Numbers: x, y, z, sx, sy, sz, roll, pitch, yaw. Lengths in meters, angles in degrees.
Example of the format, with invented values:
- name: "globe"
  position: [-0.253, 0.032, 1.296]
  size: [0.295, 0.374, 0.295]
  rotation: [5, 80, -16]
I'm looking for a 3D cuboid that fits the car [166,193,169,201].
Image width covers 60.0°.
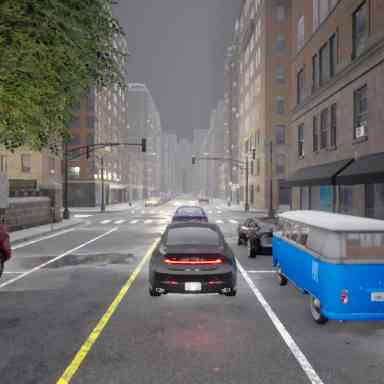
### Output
- name: "car"
  position: [-6.149, 1.514, 66.792]
  size: [1.887, 1.381, 4.507]
  rotation: [0, 0, 0]

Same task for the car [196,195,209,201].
- name: "car"
  position: [2.375, 1.410, 66.890]
  size: [1.967, 1.590, 4.097]
  rotation: [0, 0, 0]

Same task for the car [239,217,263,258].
- name: "car"
  position: [2.771, 1.563, 12.515]
  size: [1.947, 1.339, 4.313]
  rotation: [0, 0, 0]

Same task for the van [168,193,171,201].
- name: "van"
  position: [-6.189, 1.312, 72.243]
  size: [1.690, 1.788, 3.998]
  rotation: [0, 0, 0]

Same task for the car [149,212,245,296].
- name: "car"
  position: [0.013, 1.503, 8.598]
  size: [1.837, 1.490, 4.892]
  rotation: [0, 0, 0]

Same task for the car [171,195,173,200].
- name: "car"
  position: [-6.228, 1.523, 77.693]
  size: [2.008, 1.369, 4.403]
  rotation: [0, 0, 0]

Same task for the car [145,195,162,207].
- name: "car"
  position: [-6.029, 1.498, 50.270]
  size: [1.752, 1.417, 4.829]
  rotation: [0, 0, 0]

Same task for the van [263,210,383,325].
- name: "van"
  position: [2.811, 1.340, 6.854]
  size: [1.690, 1.788, 3.998]
  rotation: [0, 0, 0]

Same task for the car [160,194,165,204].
- name: "car"
  position: [-6.070, 1.521, 55.890]
  size: [2.008, 1.369, 4.403]
  rotation: [0, 0, 0]

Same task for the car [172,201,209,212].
- name: "car"
  position: [-0.094, 1.472, 18.093]
  size: [1.882, 1.535, 5.008]
  rotation: [0, 0, 0]

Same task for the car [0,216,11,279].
- name: "car"
  position: [-5.713, 1.314, 6.752]
  size: [2.192, 1.841, 5.009]
  rotation: [0, 0, 0]

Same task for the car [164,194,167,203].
- name: "car"
  position: [-6.109, 1.514, 61.341]
  size: [1.887, 1.381, 4.507]
  rotation: [0, 0, 0]
